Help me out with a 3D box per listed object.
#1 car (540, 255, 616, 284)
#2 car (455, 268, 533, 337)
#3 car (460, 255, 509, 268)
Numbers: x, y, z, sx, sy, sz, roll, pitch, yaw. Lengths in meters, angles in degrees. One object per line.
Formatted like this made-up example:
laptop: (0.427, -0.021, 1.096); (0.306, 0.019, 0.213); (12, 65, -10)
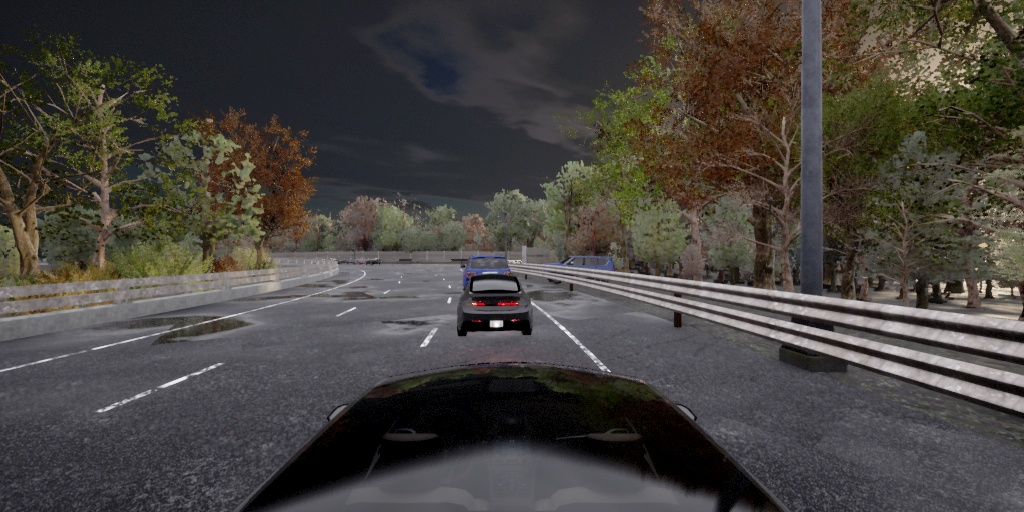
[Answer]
car: (4.821, 0.967, 26.136); (5.566, 2.045, 2.150); (2, 2, -7)
car: (-0.556, 1.255, 10.347); (1.837, 1.490, 4.892); (0, 0, -5)
car: (-1.327, 0.971, 17.828); (2.150, 2.045, 5.566); (0, 0, -9)
